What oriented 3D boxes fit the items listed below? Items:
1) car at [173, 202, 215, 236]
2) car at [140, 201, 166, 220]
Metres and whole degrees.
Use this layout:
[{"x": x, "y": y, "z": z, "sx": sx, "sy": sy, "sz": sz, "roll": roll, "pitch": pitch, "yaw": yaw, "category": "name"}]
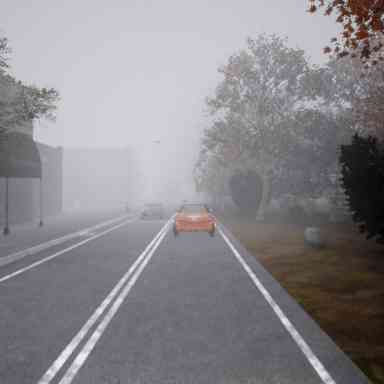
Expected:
[{"x": 0.104, "y": 1.356, "z": 18.555, "sx": 2.097, "sy": 1.767, "sz": 4.553, "roll": 0, "pitch": 0, "yaw": 0, "category": "car"}, {"x": -3.331, "y": 1.556, "z": 28.871, "sx": 1.837, "sy": 1.490, "sz": 4.892, "roll": 0, "pitch": 0, "yaw": 0, "category": "car"}]
